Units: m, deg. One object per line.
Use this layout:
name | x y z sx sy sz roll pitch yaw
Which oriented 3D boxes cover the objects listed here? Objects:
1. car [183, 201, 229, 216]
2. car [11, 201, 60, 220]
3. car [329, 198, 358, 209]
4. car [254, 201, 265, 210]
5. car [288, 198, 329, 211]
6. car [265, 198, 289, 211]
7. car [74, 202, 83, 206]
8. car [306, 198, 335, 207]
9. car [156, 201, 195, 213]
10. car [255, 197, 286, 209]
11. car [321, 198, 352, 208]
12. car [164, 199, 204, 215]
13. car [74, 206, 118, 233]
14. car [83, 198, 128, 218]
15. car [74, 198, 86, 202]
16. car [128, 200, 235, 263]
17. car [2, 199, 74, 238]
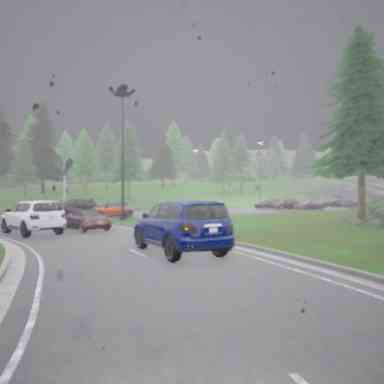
car | 1.622 1.896 38.903 4.902 1.511 2.128 0 -1 -24
car | -16.226 1.888 34.703 4.553 1.767 2.097 0 -1 -24
car | 24.625 1.891 53.066 4.181 1.385 1.994 0 -1 -24
car | 11.883 2.035 51.197 4.718 1.301 1.895 0 -1 -24
car | 15.928 1.856 45.343 4.674 1.442 1.812 0 -1 -24
car | 13.413 1.736 48.052 4.553 1.767 2.097 0 -1 -24
car | -15.450 2.175 38.888 4.718 1.301 1.895 0 -1 -24
car | 23.302 1.906 60.112 5.008 1.535 1.882 -1 -1 -24
car | -2.224 2.011 44.847 4.892 1.490 1.837 0 -1 -24
car | 13.129 1.820 55.587 4.553 1.767 2.097 0 -1 -24
car | 24.730 1.845 56.928 5.008 1.535 1.882 0 -1 -24
car | -0.962 1.811 41.579 4.553 1.767 2.097 0 -1 -24
car | -7.170 1.877 22.291 4.181 1.385 1.994 -1 -1 45
car | -8.473 1.808 34.357 4.553 1.767 2.097 0 -1 -24
car | -15.145 1.837 42.869 5.566 2.045 2.150 0 -1 -24
car | -0.530 1.365 12.999 2.150 2.045 5.566 0 -1 -27
car | -9.636 1.536 20.181 5.566 2.045 2.150 -1 -1 45
